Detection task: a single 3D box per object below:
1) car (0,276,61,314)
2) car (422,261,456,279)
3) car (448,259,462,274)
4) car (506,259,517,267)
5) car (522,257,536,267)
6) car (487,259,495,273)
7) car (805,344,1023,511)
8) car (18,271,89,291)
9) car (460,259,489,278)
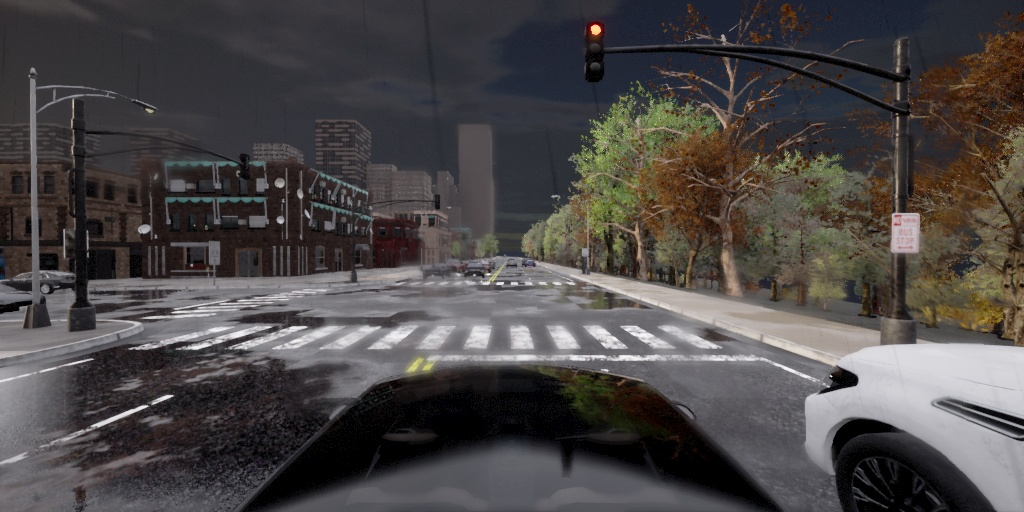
[{"bbox_3d":[-19.973,1.565,13.123,4.313,1.339,1.948,0,0,0],"label":"car"},{"bbox_3d":[-6.678,1.341,32.475,1.895,1.301,4.718,0,0,0],"label":"car"},{"bbox_3d":[-6.681,1.088,41.560,2.097,1.767,4.553,0,0,0],"label":"car"},{"bbox_3d":[-0.054,1.290,64.107,1.994,1.385,4.181,0,0,0],"label":"car"},{"bbox_3d":[3.204,1.252,64.077,1.812,1.442,4.674,0,0,0],"label":"car"},{"bbox_3d":[-3.434,1.261,43.328,1.812,1.442,4.674,0,0,0],"label":"car"},{"bbox_3d":[3.356,0.972,0.374,2.150,2.045,5.566,0,0,0],"label":"car"},{"bbox_3d":[-28.326,1.559,21.616,4.403,1.370,2.007,0,0,0],"label":"car"},{"bbox_3d":[-3.446,1.287,33.865,2.033,1.411,5.357,0,0,-4],"label":"car"}]
